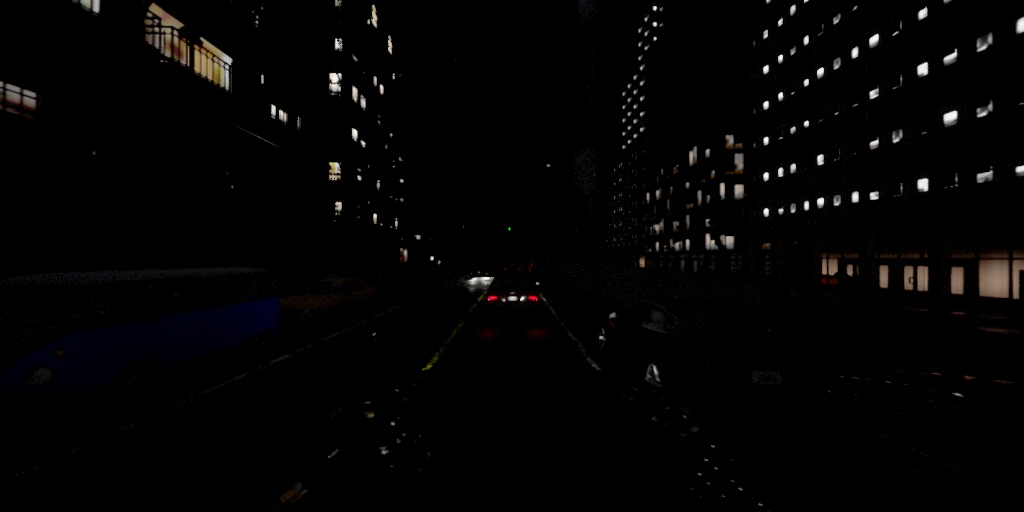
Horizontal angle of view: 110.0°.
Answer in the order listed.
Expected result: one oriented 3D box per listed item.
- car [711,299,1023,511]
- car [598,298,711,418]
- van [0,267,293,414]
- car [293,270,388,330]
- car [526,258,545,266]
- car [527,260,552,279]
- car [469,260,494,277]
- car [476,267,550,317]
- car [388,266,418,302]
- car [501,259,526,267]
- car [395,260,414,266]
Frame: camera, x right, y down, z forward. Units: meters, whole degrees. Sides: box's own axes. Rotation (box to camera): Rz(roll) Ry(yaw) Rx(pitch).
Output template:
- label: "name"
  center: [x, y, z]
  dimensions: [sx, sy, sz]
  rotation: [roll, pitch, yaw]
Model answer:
- label: "car"
  center: [2.693, 1.064, 0.341]
  dimensions: [2.192, 1.841, 5.009]
  rotation: [0, 0, 0]
- label: "car"
  center: [2.690, 1.319, 5.863]
  dimensions: [1.948, 1.339, 4.313]
  rotation: [0, 0, 0]
- label: "van"
  center: [-5.691, 1.093, 5.859]
  dimensions: [1.690, 1.789, 3.998]
  rotation: [0, 0, 0]
- label: "car"
  center: [-5.694, 1.282, 11.212]
  dimensions: [1.751, 1.417, 4.829]
  rotation: [0, 0, 0]
- label: "car"
  center: [2.673, 1.106, 39.000]
  dimensions: [2.192, 1.841, 5.009]
  rotation: [0, 0, 0]
- label: "car"
  center: [2.676, 1.349, 33.477]
  dimensions: [1.948, 1.339, 4.313]
  rotation: [0, 0, 0]
- label: "car"
  center: [-3.092, 1.350, 35.653]
  dimensions: [1.994, 1.385, 4.181]
  rotation: [0, 0, 0]
- label: "car"
  center: [0.040, 1.306, 13.111]
  dimensions: [2.033, 1.411, 5.357]
  rotation: [0, 0, 0]
- label: "car"
  center: [-5.697, 1.328, 16.905]
  dimensions: [1.948, 1.339, 4.313]
  rotation: [0, 0, 0]
- label: "car"
  center: [0.058, 1.259, 32.426]
  dimensions: [1.882, 1.535, 5.008]
  rotation: [0, 0, 0]
- label: "car"
  center: [-16.460, 1.149, 51.962]
  dimensions: [4.403, 1.370, 2.007]
  rotation: [0, 0, -1]
